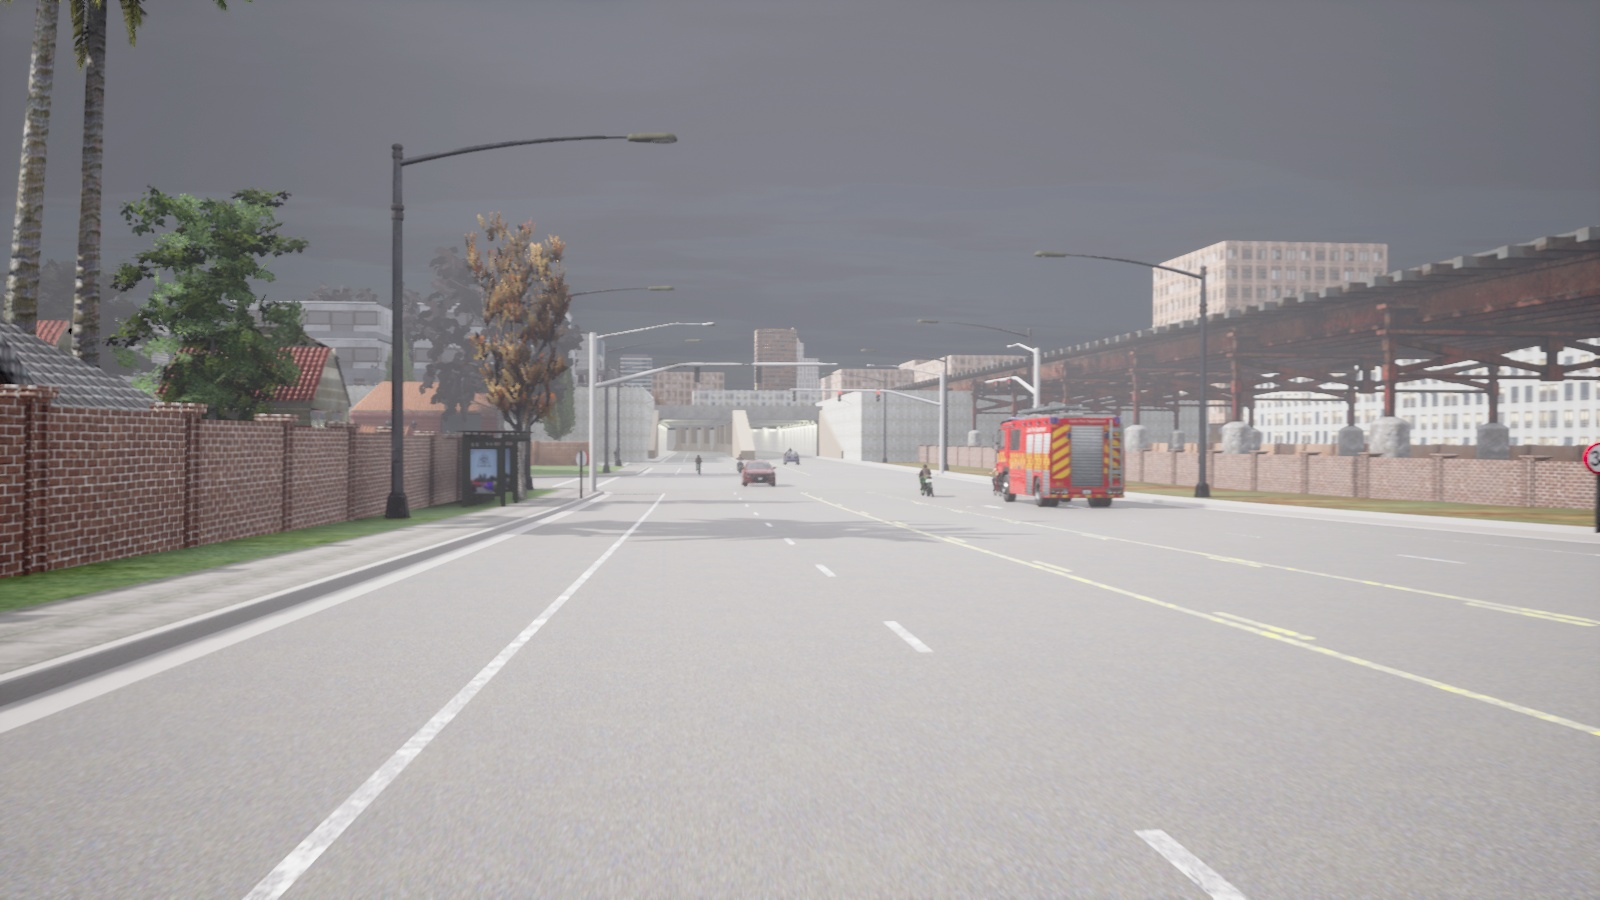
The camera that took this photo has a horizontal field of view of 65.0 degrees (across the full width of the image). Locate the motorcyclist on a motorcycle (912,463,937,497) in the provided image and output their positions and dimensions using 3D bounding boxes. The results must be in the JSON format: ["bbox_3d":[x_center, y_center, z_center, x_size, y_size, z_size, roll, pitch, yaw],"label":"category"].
[{"bbox_3d":[5.799,1.389,58.758,0.797,1.523,2.044,0,0,-5],"label":"motorcyclist on a motorcycle"}]

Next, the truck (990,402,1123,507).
[{"bbox_3d":[10.028,0.179,50.135,2.891,3.827,8.468,0,0,-5],"label":"truck"}]

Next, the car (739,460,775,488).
[{"bbox_3d":[-2.568,1.407,74.719,1.882,1.535,5.008,0,0,-5],"label":"car"}]
